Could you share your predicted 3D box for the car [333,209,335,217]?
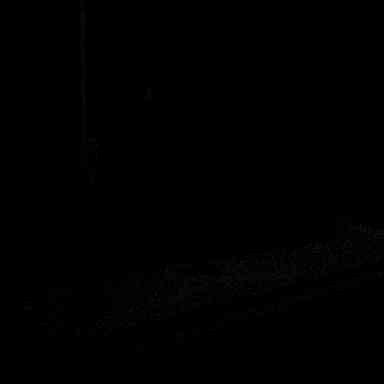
[{"bbox_3d":[7.281,1.009,23.118,2.192,1.841,5.009,0,1,-36],"label":"car"}]
